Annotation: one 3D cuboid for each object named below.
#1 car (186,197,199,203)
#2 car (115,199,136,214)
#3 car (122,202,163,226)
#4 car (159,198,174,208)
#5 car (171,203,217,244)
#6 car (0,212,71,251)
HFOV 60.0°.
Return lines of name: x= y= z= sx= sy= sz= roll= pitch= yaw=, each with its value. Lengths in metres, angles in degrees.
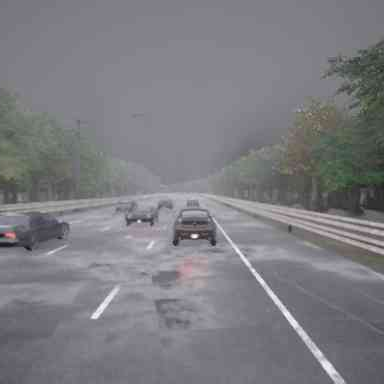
car: x=0.130 y=1.518 z=51.879 sx=1.812 sy=1.442 sz=4.674 roll=0 pitch=0 yaw=0
car: x=-6.878 y=1.490 z=35.646 sx=2.128 sy=1.511 sz=4.902 roll=0 pitch=0 yaw=0
car: x=-3.386 y=1.604 z=23.582 sx=1.895 sy=1.301 sz=4.718 roll=0 pitch=0 yaw=0
car: x=-3.375 y=1.504 z=43.487 sx=1.837 sy=1.490 sz=4.892 roll=0 pitch=1 yaw=0
car: x=0.109 y=1.512 z=15.751 sx=1.837 sy=1.490 sz=4.892 roll=0 pitch=0 yaw=0
car: x=-6.891 y=1.546 z=13.989 sx=2.033 sy=1.411 sz=5.357 roll=0 pitch=0 yaw=0
